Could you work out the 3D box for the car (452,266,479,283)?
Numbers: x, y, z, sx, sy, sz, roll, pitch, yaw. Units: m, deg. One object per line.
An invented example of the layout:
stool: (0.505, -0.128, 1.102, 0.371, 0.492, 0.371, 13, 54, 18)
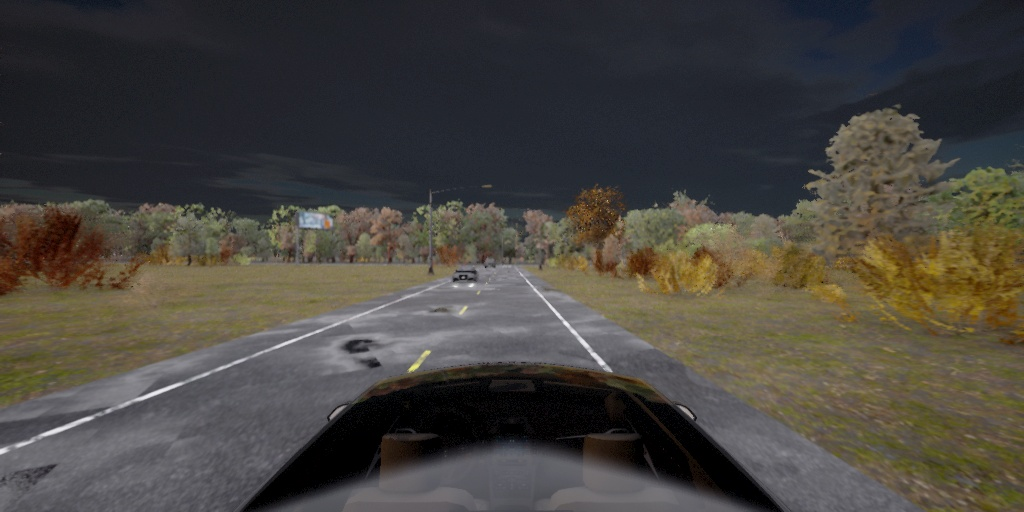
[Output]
car: (-3.938, 1.562, 30.921, 1.994, 1.385, 4.181, 0, 0, -1)
